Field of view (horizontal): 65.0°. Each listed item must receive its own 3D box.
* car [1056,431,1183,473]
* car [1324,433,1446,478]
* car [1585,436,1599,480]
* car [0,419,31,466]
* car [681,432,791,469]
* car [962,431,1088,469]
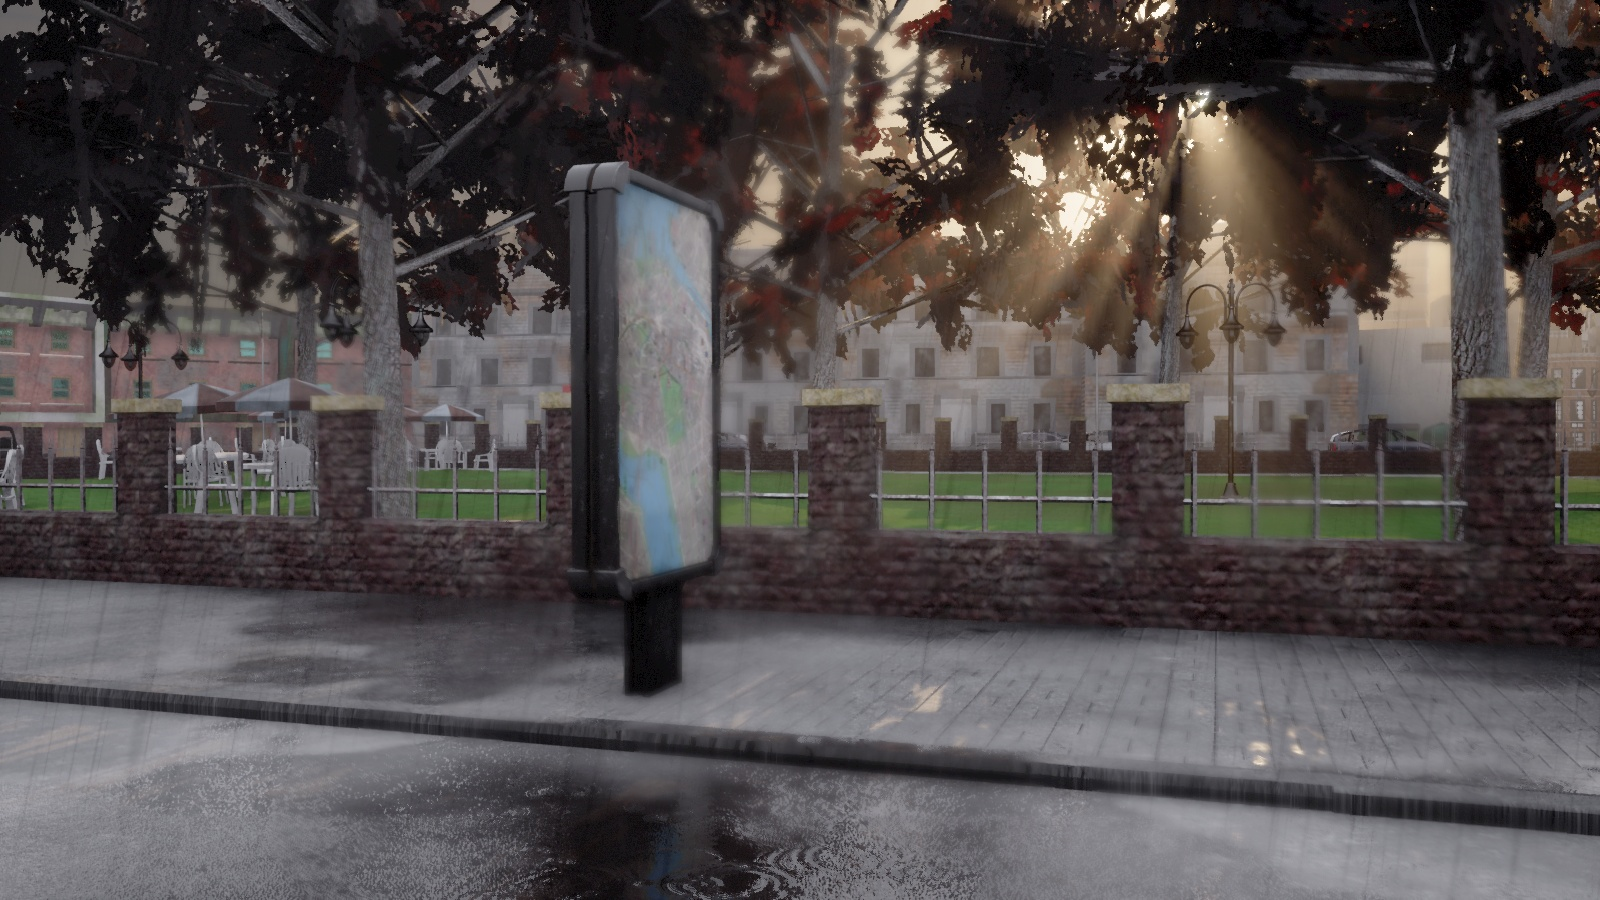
[{"bbox_3d":[12.073,0.060,47.409,4.514,1.525,2.007,1,1,18],"label":"car"},{"bbox_3d":[20.685,0.169,44.551,3.705,1.549,1.789,0,1,18],"label":"car"},{"bbox_3d":[28.829,0.278,41.844,4.193,1.474,1.816,1,1,18],"label":"car"},{"bbox_3d":[-32.650,-0.290,49.299,1.905,1.878,3.866,1,1,19],"label":"car"},{"bbox_3d":[-2.653,-0.007,52.296,4.193,1.474,1.816,1,1,18],"label":"car"},{"bbox_3d":[9.425,-0.023,52.502,4.902,1.511,2.128,1,1,18],"label":"car"}]
